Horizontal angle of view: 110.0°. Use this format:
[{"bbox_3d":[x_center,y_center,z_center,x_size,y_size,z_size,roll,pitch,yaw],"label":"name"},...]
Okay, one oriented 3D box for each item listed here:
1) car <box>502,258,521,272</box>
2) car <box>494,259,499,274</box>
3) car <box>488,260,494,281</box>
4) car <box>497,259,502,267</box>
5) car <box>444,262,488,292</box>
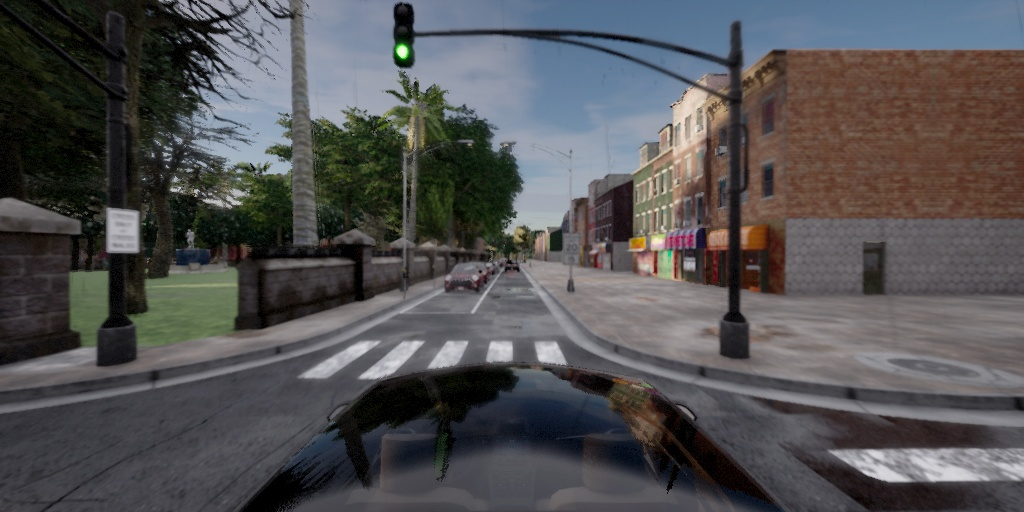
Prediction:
[{"bbox_3d":[0.004,1.219,44.233,1.837,1.490,4.892,0,0,0],"label":"car"},{"bbox_3d":[-2.636,1.288,37.607,1.802,1.307,4.207,0,0,0],"label":"car"},{"bbox_3d":[-2.635,1.148,26.229,1.967,1.591,4.097,0,0,0],"label":"car"},{"bbox_3d":[-2.636,1.264,48.983,2.007,1.370,4.403,0,0,0],"label":"car"},{"bbox_3d":[-2.636,1.153,20.542,1.967,1.591,4.097,0,0,0],"label":"car"}]
